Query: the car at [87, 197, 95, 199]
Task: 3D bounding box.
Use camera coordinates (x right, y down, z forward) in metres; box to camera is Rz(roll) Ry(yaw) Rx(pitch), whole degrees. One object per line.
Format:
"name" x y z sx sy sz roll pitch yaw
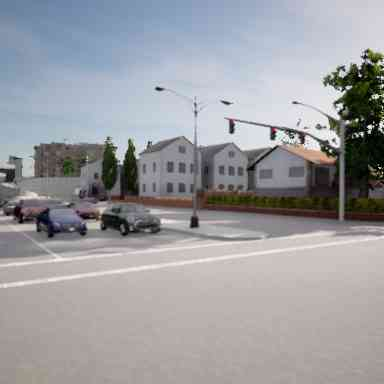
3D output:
"car" -18.936 1.677 61.570 2.033 1.411 5.357 1 0 -35

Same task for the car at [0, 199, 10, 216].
"car" -17.319 1.607 32.736 1.895 1.301 4.718 1 0 -35

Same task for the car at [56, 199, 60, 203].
"car" -14.220 1.545 34.409 1.837 1.490 4.892 1 0 -35

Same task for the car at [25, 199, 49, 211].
"car" -19.913 1.595 42.650 1.994 1.385 4.181 1 0 -35

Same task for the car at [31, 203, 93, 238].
"car" -7.199 1.549 18.161 1.812 1.442 4.674 1 0 -35

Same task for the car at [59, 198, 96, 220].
"car" -8.827 1.528 26.628 1.882 1.535 5.008 1 0 -35

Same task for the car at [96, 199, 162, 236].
"car" -3.564 1.411 19.060 2.097 1.767 4.553 1 0 -35

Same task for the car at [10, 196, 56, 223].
"car" -12.203 1.367 25.352 2.097 1.767 4.553 1 0 -34

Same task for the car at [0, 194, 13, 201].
"car" -23.083 1.217 41.091 2.150 2.045 5.566 1 0 -34
